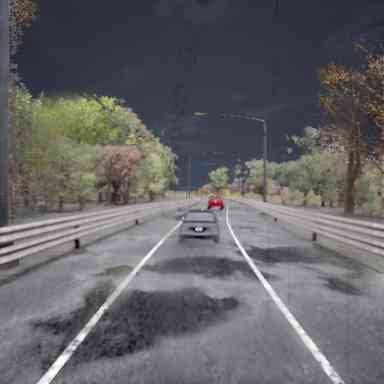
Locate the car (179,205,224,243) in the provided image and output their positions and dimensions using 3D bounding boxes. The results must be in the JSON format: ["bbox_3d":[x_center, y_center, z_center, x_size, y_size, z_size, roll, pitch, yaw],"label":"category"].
[{"bbox_3d":[0.439,1.616,16.469,2.033,1.411,5.357,0,0,3],"label":"car"}]

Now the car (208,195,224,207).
[{"bbox_3d":[3.608,1.467,49.670,2.150,2.045,5.566,0,0,7],"label":"car"}]
